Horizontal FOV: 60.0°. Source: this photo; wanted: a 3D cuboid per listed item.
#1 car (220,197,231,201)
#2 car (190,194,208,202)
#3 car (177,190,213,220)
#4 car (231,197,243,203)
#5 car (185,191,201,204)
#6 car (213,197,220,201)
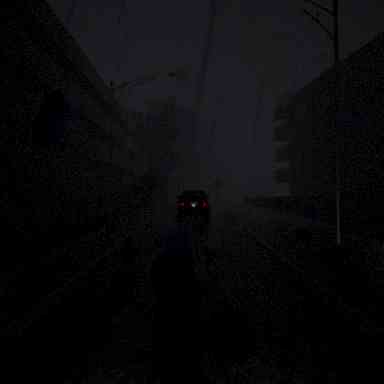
[{"bbox_3d":[7.837,2.322,93.345,2.185,1.767,4.553,6,-4,-31],"label":"car"},{"bbox_3d":[1.984,1.779,92.257,2.435,2.045,5.566,1,-3,-30],"label":"car"},{"bbox_3d":[0.103,0.841,23.871,2.150,2.045,5.566,0,2,0],"label":"car"},{"bbox_3d":[10.834,2.489,93.904,2.435,2.045,5.566,7,-4,-30],"label":"car"},{"bbox_3d":[0.144,0.663,42.864,1.882,1.535,5.008,0,0,0],"label":"car"},{"bbox_3d":[4.864,2.071,92.846,2.185,1.767,4.553,4,-4,-31],"label":"car"}]
